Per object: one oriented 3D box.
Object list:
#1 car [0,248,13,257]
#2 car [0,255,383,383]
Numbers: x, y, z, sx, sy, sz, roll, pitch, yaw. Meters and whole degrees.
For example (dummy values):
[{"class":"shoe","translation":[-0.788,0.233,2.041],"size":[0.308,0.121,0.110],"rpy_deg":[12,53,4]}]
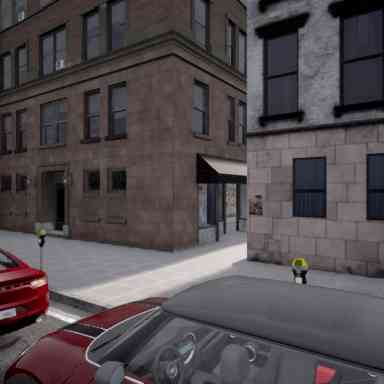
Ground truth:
[{"class":"car","translation":[-4.364,1.544,5.872],"size":[4.507,1.381,1.887],"rpy_deg":[0,0,35]},{"class":"car","translation":[0.284,1.440,2.603],"size":[4.097,1.590,1.967],"rpy_deg":[0,0,35]}]
